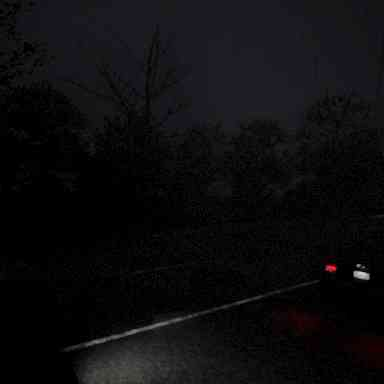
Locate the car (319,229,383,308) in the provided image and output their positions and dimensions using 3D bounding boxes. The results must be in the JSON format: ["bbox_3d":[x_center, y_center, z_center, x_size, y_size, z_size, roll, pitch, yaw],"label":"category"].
[{"bbox_3d":[5.037,1.496,7.352,5.357,1.411,2.033,-1,0,-36],"label":"car"}]

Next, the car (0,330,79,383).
[{"bbox_3d":[-3.034,1.492,1.579,4.892,1.490,1.837,1,0,-36],"label":"car"}]
